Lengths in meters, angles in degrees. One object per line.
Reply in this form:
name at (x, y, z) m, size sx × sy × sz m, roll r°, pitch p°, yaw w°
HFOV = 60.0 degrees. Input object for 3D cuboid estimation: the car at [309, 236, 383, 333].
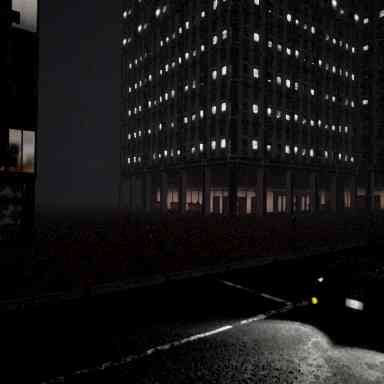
car at (4.148, 1.566, 6.339) m, size 4.181 × 1.385 × 1.994 m, roll 0°, pitch 0°, yaw -36°
